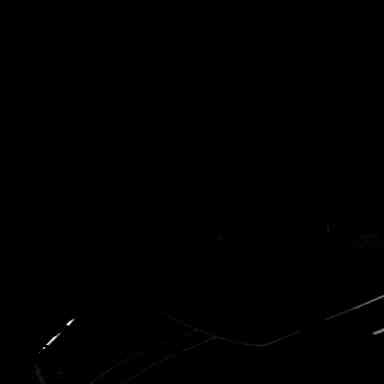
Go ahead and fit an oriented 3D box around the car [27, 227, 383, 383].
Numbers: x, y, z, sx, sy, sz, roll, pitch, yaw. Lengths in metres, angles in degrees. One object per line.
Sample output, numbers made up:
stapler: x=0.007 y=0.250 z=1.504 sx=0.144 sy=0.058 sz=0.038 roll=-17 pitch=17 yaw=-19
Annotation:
car: x=0.729 y=1.350 z=3.592 sx=4.553 sy=1.767 sz=2.097 roll=0 pitch=0 yaw=-35
